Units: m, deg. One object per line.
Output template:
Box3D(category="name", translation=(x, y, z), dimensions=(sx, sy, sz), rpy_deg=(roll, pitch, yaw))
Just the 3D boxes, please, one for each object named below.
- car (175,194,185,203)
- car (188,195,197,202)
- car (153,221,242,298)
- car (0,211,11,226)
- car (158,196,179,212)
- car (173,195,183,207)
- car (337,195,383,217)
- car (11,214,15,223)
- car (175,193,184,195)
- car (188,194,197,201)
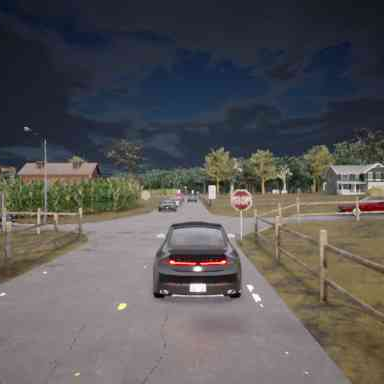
Box3D(category="car", translation=(-2.739, 1.557, 58.994), dimensions=(1.895, 1.301, 4.718), rpy_deg=(0, 0, 1))
Box3D(category="car", translation=(0.064, 1.490, 70.349), dimensions=(1.994, 1.385, 4.181), rpy_deg=(0, 0, 0))
Box3D(category="car", translation=(0.106, 1.508, 8.521), dimensions=(1.837, 1.490, 4.892), rpy_deg=(0, 0, 0))
Box3D(category="car", translation=(-15.331, 1.667, 22.655), dimensions=(4.553, 1.767, 2.097), rpy_deg=(-1, -2, -2))
Box3D(category="car", translation=(-2.784, 1.543, 38.209), dimensions=(1.994, 1.385, 4.181), rpy_deg=(0, 0, -2))
Box3D(category="car", translation=(-2.788, 1.567, 48.735), dimensions=(1.895, 1.301, 4.718), rpy_deg=(0, 0, 0))
Box3D(category="car", translation=(13.786, 1.026, 25.536), dimensions=(5.008, 1.535, 1.882), rpy_deg=(-2, -2, 0))
Box3D(category="car", translation=(-15.947, 1.998, 25.468), dimensions=(4.181, 1.385, 1.994), rpy_deg=(-1, -2, 1))
Box3D(category="car", translation=(-2.687, 1.167, 70.137), dimensions=(2.150, 2.045, 5.566), rpy_deg=(0, 0, 0))
Box3D(category="car", translation=(0.075, 1.308, 80.362), dimensions=(2.033, 1.411, 5.357), rpy_deg=(0, 0, 0))
